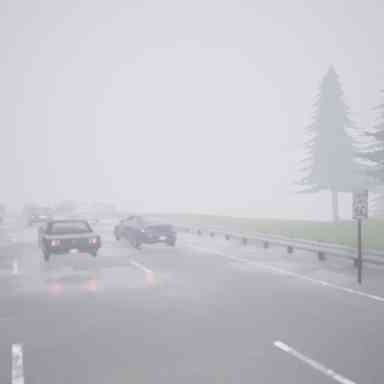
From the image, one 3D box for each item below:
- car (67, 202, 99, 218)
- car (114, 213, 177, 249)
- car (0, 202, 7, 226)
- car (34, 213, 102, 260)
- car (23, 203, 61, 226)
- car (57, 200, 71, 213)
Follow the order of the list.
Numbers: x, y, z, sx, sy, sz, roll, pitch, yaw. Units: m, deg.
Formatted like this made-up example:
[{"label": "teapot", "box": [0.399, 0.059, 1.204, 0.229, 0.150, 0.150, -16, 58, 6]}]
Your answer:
[{"label": "car", "box": [-9.308, 1.835, 28.717, 1.812, 1.442, 4.674, 0, 0, -28]}, {"label": "car", "box": [-2.244, 1.695, 15.485, 1.812, 1.442, 4.674, 0, 0, -28]}, {"label": "car", "box": [-15.483, 1.787, 25.424, 1.812, 1.442, 4.674, 0, 0, -28]}, {"label": "car", "box": [-5.035, 1.745, 13.268, 1.895, 1.301, 4.718, 0, -1, -28]}, {"label": "car", "box": [-11.754, 1.821, 25.841, 2.033, 1.411, 5.357, 0, -1, -28]}, {"label": "car", "box": [-15.482, 1.779, 40.245, 2.097, 1.767, 4.553, 0, -1, -28]}]
